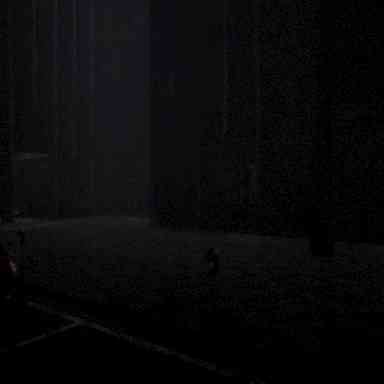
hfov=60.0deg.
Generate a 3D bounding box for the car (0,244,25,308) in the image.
[{"bbox_3d":[-5.316,1.517,6.883,4.097,1.590,1.967,-1,0,36],"label":"car"}]

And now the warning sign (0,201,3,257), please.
[{"bbox_3d":[-7.124,1.228,10.890,1.060,1.860,1.300,-1,0,36],"label":"warning sign"}]
